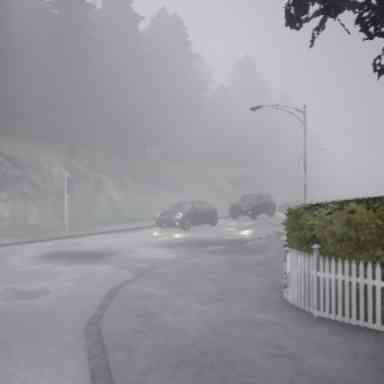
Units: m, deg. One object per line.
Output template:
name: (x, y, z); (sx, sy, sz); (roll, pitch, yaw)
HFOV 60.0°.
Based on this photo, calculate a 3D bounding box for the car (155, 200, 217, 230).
car: (-0.292, 1.366, 21.271); (2.097, 1.767, 4.553); (0, 0, 36)

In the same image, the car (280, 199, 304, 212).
car: (11.271, 1.514, 37.052); (1.994, 1.385, 4.181); (0, 0, 36)

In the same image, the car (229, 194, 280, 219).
car: (5.357, 1.204, 28.995); (2.150, 2.045, 5.566); (0, 0, 36)
